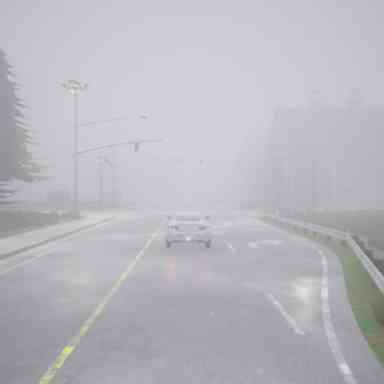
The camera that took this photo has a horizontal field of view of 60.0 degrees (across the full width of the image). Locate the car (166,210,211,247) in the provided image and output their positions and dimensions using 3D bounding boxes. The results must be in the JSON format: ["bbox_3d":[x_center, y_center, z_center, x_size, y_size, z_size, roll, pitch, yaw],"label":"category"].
[{"bbox_3d":[-0.159,1.539,15.011,1.812,1.442,4.674,0,0,-1],"label":"car"}]

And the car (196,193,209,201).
[{"bbox_3d":[2.759,1.222,85.061,1.905,1.878,3.866,-8,4,-43],"label":"car"}]
